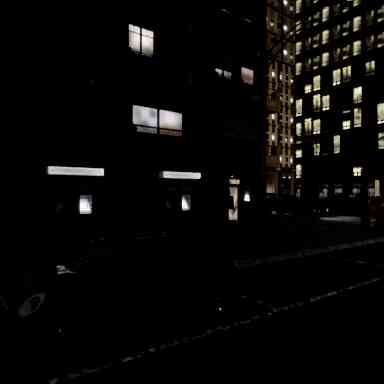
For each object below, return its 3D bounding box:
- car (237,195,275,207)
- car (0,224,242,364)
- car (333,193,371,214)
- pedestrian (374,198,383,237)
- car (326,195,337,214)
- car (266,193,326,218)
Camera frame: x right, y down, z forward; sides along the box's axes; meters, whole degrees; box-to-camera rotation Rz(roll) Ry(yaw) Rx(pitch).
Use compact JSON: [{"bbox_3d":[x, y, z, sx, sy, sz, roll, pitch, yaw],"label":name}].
[{"bbox_3d":[7.759,1.073,40.698,1.947,1.339,4.313,1,0,-36],"label":"car"},{"bbox_3d":[-1.116,1.440,5.780,4.097,1.590,1.967,0,0,-36],"label":"car"},{"bbox_3d":[14.342,1.029,31.763,2.192,1.841,5.009,1,0,-36],"label":"car"},{"bbox_3d":[8.813,1.143,15.505,0.375,1.860,0.375,0,0,-36],"label":"pedestrian"},{"bbox_3d":[9.429,1.197,28.638,1.837,1.490,4.892,0,1,-36],"label":"car"},{"bbox_3d":[7.630,1.010,26.746,2.192,1.841,5.009,2,0,-36],"label":"car"}]
